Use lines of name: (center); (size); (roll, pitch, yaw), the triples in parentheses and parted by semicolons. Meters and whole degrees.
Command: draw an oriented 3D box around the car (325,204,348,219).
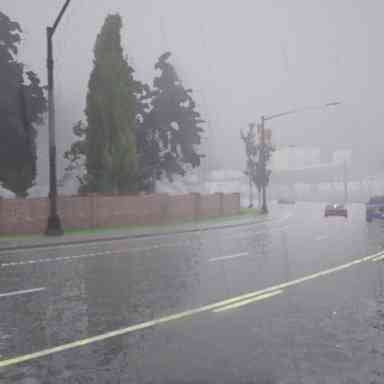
car: (13.415, 1.748, 30.913); (1.895, 1.301, 4.718); (-1, -1, 23)

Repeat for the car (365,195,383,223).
car: (14.905, 1.297, 26.012); (2.150, 2.045, 5.566); (-1, 0, 27)

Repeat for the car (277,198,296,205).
car: (19.102, 1.957, 67.609); (2.033, 1.411, 5.357); (-1, -1, -8)
